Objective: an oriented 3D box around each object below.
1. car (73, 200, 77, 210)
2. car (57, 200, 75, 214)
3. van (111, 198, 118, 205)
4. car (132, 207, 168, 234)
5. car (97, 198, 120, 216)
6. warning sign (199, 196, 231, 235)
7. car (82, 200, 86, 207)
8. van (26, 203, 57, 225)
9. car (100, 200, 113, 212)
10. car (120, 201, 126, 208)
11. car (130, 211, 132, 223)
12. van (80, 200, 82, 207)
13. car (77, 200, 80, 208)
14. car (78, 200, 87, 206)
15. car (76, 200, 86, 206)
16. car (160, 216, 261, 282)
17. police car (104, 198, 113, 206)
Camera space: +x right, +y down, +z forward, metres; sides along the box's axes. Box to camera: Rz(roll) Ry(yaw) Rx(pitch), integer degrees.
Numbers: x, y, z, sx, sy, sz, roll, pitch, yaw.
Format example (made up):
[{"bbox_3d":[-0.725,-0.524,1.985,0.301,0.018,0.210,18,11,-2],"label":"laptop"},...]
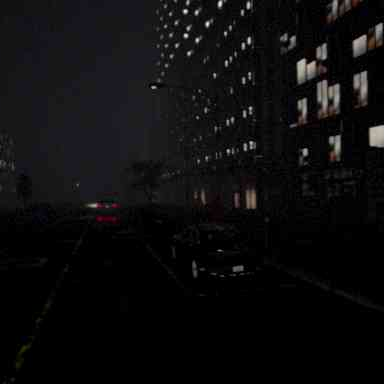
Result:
[{"bbox_3d":[-19.148,2.335,51.043,1.752,1.417,4.829,-3,0,-15],"label":"car"},{"bbox_3d":[-17.740,2.289,45.772,2.008,1.369,4.403,-3,0,-15],"label":"car"},{"bbox_3d":[-21.260,2.465,91.411,1.690,1.788,3.998,-3,0,-15],"label":"van"},{"bbox_3d":[-2.393,1.735,20.763,1.947,1.339,4.313,-3,0,-15],"label":"car"},{"bbox_3d":[-10.246,1.715,40.135,2.150,2.045,5.566,-2,0,-14],"label":"car"},{"bbox_3d":[1.148,1.165,16.768,1.300,1.860,1.060,-1,0,-15],"label":"warning sign"},{"bbox_3d":[-24.992,2.655,72.943,1.887,1.381,4.507,-3,0,-15],"label":"car"},{"bbox_3d":[-13.397,1.866,29.469,1.690,1.788,3.998,-3,0,-15],"label":"van"},{"bbox_3d":[-12.949,2.106,50.289,1.882,1.535,5.008,-2,0,-15],"label":"car"},{"bbox_3d":[-12.546,2.250,58.804,1.802,1.307,4.206,-3,0,-15],"label":"car"},{"bbox_3d":[-3.844,1.804,26.197,1.947,1.339,4.313,-3,0,-15],"label":"car"},{"bbox_3d":[-22.100,2.301,62.075,1.690,1.788,3.998,-3,0,-15],"label":"van"},{"bbox_3d":[-20.641,2.430,56.641,1.887,1.381,4.507,-3,0,-15],"label":"car"},{"bbox_3d":[-29.343,2.892,89.246,2.008,1.369,4.403,-3,0,-15],"label":"car"},{"bbox_3d":[-27.893,2.815,83.813,2.008,1.369,4.403,-3,0,-15],"label":"car"},{"bbox_3d":[0.508,1.586,9.894,2.008,1.369,4.403,-3,0,-15],"label":"car"},{"bbox_3d":[-20.969,2.488,83.450,1.930,1.638,5.238,-2,0,-15],"label":"police car"}]
